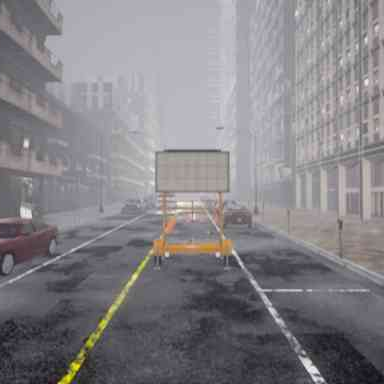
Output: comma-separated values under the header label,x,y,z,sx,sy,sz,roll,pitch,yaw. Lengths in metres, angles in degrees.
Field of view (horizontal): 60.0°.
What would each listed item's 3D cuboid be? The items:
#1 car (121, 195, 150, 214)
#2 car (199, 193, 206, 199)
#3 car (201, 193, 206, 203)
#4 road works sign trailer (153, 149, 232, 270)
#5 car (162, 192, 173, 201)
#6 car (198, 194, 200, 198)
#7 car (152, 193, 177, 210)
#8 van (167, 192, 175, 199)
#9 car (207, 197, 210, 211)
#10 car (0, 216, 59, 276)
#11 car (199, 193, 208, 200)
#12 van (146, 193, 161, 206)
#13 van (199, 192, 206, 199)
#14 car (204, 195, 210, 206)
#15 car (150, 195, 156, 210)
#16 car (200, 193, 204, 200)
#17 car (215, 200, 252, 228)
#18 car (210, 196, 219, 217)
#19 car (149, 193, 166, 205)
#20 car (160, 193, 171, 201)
label,x,y,z,sx,sy,sz,roll,pitch,yaw
car,-5.622,1.294,32.409,1.967,1.590,4.097,1,0,0
car,2.857,1.129,93.498,1.947,1.339,4.313,1,0,0
car,2.784,1.326,49.114,2.008,1.369,4.403,1,0,0
road works sign trailer,0.016,0.415,10.851,2.380,3.560,2.880,0,0,0
car,-5.548,0.960,76.782,2.192,1.841,5.009,1,0,0
car,2.820,1.253,71.306,1.802,1.307,4.206,1,0,0
car,-3.035,1.042,39.475,2.150,2.045,5.566,0,0,0
van,-5.502,0.932,87.876,1.690,1.788,3.998,1,0,0
car,2.757,1.398,32.470,1.887,1.381,4.507,1,0,0
car,-5.660,1.499,10.223,1.887,1.381,4.507,1,0,0
car,2.841,1.057,82.401,1.967,1.590,4.097,1,0,0
van,-5.592,1.117,49.049,1.690,1.788,3.998,1,0,0
van,2.853,0.931,87.949,1.690,1.788,3.998,1,0,0
car,2.766,1.373,38.019,1.887,1.381,4.507,1,0,0
car,-5.614,1.373,37.957,1.887,1.381,4.507,1,0,0
car,2.803,1.248,60.380,1.752,1.417,4.829,1,0,0
car,2.738,1.449,21.375,1.887,1.381,4.507,1,0,0
car,2.749,1.319,26.922,1.967,1.590,4.097,1,0,0
car,-5.582,1.065,54.595,2.192,1.841,5.009,1,0,0
car,-5.557,1.111,71.236,1.967,1.590,4.097,1,0,0
